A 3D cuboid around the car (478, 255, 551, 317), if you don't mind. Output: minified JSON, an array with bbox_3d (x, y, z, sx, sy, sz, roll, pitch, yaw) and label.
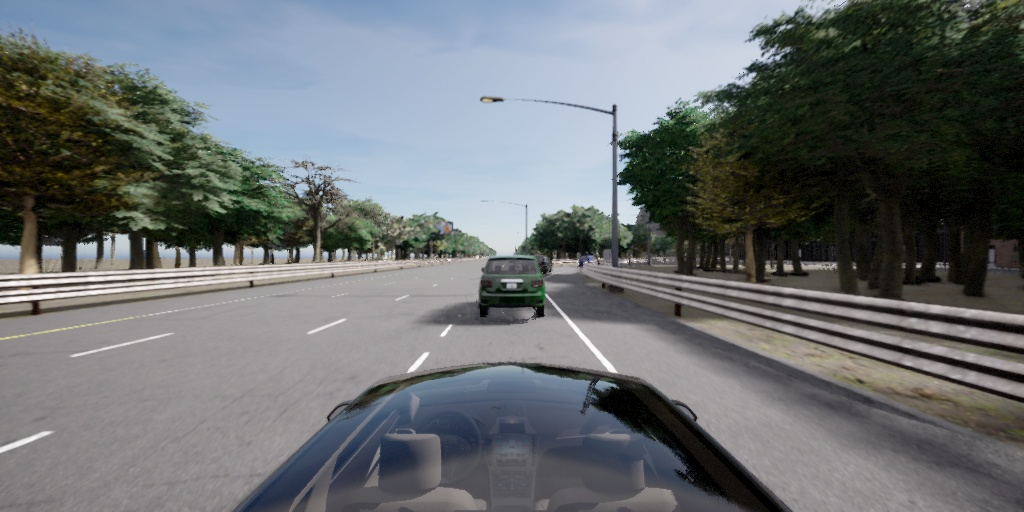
[{"bbox_3d":[0.004,0.990,13.383,2.150,2.045,5.566,0,0,0],"label":"car"}]

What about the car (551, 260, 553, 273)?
[{"bbox_3d":[3.191,0.968,40.366,2.150,2.045,5.566,0,0,16],"label":"car"}]

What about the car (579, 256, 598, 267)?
[{"bbox_3d":[13.855,0.947,63.990,2.150,2.045,5.566,0,0,33],"label":"car"}]
